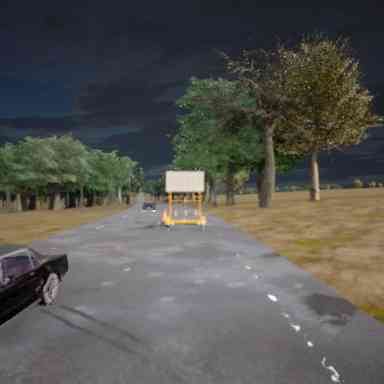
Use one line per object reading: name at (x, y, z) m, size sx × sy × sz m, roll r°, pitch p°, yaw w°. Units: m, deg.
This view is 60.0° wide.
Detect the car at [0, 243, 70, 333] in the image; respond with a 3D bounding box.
car at (-3.658, 1.590, 5.252) m, size 1.895 × 1.301 × 4.718 m, roll 0°, pitch 0°, yaw -1°

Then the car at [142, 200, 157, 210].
car at (-5.923, 1.774, 46.604) m, size 2.033 × 1.411 × 5.357 m, roll 0°, pitch -1°, yaw -5°

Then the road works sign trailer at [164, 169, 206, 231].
road works sign trailer at (-0.422, 0.425, 20.218) m, size 2.380 × 3.560 × 2.880 m, roll 0°, pitch 0°, yaw -3°
